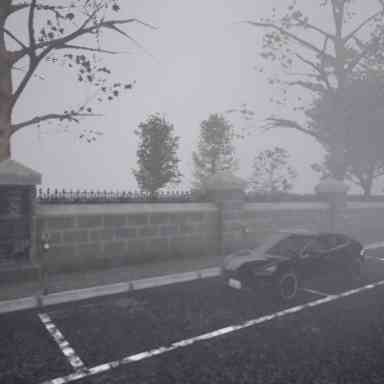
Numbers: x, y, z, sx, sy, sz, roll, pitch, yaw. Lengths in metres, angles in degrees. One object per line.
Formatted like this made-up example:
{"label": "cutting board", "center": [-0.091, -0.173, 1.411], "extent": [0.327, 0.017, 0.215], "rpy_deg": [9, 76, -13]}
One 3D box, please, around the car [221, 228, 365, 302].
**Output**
{"label": "car", "center": [2.714, 1.642, 8.488], "extent": [4.313, 1.339, 1.947], "rpy_deg": [1, -1, -35]}
